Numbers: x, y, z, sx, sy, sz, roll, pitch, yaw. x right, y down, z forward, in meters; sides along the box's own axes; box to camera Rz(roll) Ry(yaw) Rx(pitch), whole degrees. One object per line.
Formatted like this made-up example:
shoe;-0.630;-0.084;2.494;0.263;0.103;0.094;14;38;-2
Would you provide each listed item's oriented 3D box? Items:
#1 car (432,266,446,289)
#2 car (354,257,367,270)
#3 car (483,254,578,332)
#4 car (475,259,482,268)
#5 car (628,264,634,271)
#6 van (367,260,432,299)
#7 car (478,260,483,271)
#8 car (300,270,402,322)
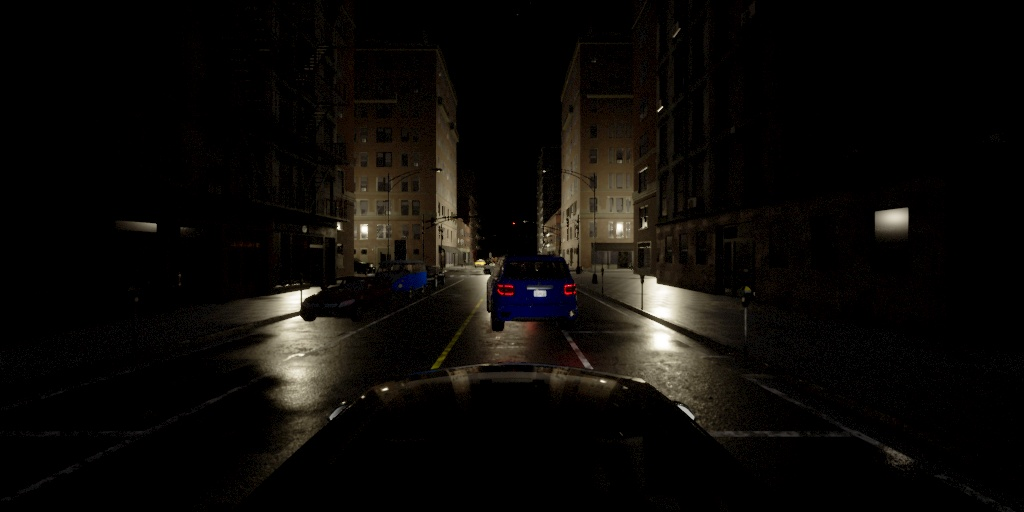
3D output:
car;-5.381;1.300;23.044;2.007;1.370;4.403;0;0;0
car;-18.212;1.064;40.095;5.566;2.045;2.150;0;0;0
car;0.365;0.971;11.068;2.150;2.045;5.566;0;0;-6
car;-5.362;1.273;60.837;1.751;1.417;4.829;0;0;0
car;16.559;1.249;43.085;4.718;1.301;1.895;0;0;0
van;-5.385;1.090;17.638;1.690;1.789;3.998;0;0;0
car;-1.145;1.345;38.412;1.895;1.301;4.718;0;0;33
car;-5.389;1.331;12.231;1.802;1.307;4.207;0;0;0
